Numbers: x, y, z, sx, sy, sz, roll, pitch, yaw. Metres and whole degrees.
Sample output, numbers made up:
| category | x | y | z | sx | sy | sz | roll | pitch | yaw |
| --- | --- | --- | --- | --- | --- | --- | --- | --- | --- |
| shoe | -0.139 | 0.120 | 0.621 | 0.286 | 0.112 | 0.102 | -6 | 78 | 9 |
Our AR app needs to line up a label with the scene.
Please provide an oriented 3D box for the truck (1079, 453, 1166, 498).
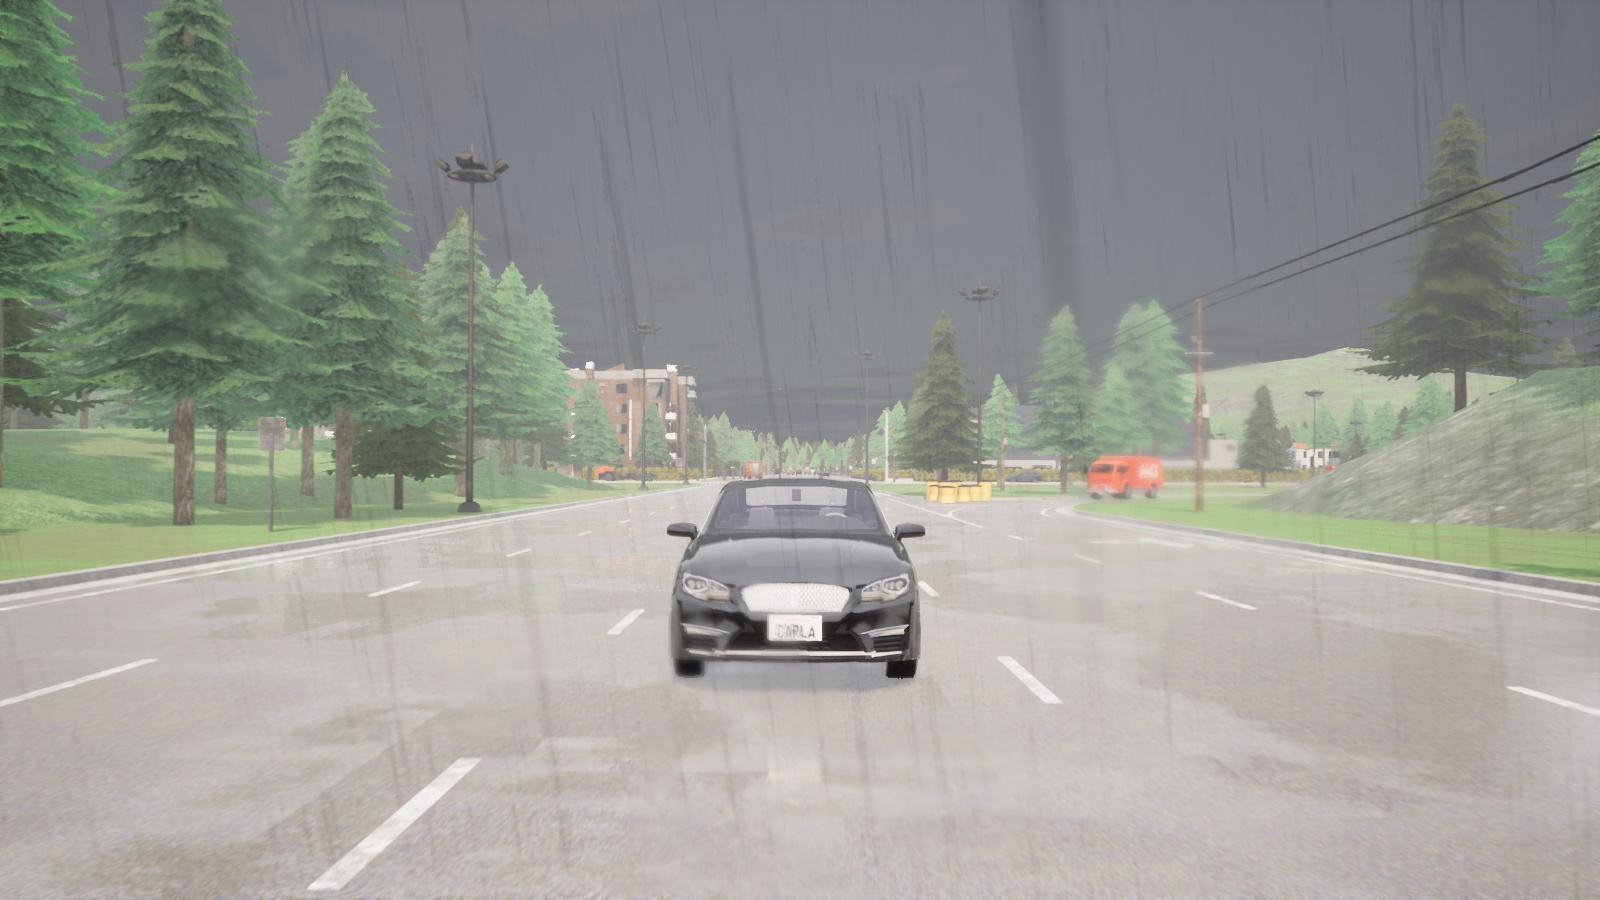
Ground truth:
| category | x | y | z | sx | sy | sz | roll | pitch | yaw |
| --- | --- | --- | --- | --- | --- | --- | --- | --- | --- |
| truck | 18.411 | 1.453 | 71.636 | 2.627 | 2.467 | 5.204 | -1 | -1 | 43 |

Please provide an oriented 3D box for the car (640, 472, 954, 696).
| category | x | y | z | sx | sy | sz | roll | pitch | yaw |
| --- | --- | --- | --- | --- | --- | --- | --- | --- | --- |
| car | -0.027 | 0.955 | 11.000 | 2.128 | 1.511 | 4.902 | 0 | -1 | 0 |
